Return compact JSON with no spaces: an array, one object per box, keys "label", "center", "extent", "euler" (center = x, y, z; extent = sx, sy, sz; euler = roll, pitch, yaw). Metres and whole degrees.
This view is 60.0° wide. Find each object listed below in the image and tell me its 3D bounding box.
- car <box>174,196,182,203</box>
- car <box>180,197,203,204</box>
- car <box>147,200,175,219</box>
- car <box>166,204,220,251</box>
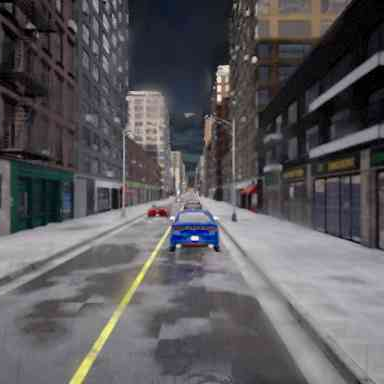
[{"label":"car","center":[-2.758,1.618,70.994],"extent":[2.128,1.511,4.902],"euler":[0,0,0]},{"label":"car","center":[0.096,1.530,35.110],"extent":[2.128,1.511,4.902],"euler":[0,0,0]},{"label":"car","center":[-2.852,1.632,29.639],"extent":[1.895,1.301,4.718],"euler":[0,0,0]},{"label":"car","center":[0.099,1.490,14.253],"extent":[1.882,1.535,5.008],"euler":[0,0,0]}]
